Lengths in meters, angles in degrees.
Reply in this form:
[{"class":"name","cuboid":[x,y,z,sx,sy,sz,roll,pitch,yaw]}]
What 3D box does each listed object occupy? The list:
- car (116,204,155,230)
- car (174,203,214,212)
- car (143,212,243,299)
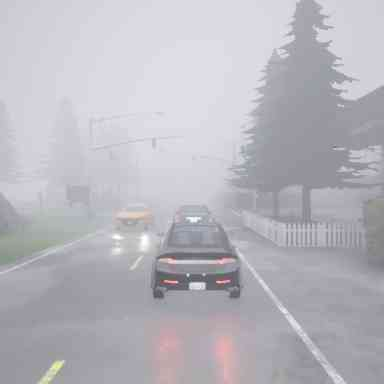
[{"class":"car","cuboid":[-3.523,1.496,21.327,1.882,1.535,5.008,0,0,0]},{"class":"car","cuboid":[0.088,1.367,17.615,2.097,1.767,4.553,0,0,0]},{"class":"car","cuboid":[0.094,1.499,8.462,2.128,1.511,4.902,0,0,0]}]
